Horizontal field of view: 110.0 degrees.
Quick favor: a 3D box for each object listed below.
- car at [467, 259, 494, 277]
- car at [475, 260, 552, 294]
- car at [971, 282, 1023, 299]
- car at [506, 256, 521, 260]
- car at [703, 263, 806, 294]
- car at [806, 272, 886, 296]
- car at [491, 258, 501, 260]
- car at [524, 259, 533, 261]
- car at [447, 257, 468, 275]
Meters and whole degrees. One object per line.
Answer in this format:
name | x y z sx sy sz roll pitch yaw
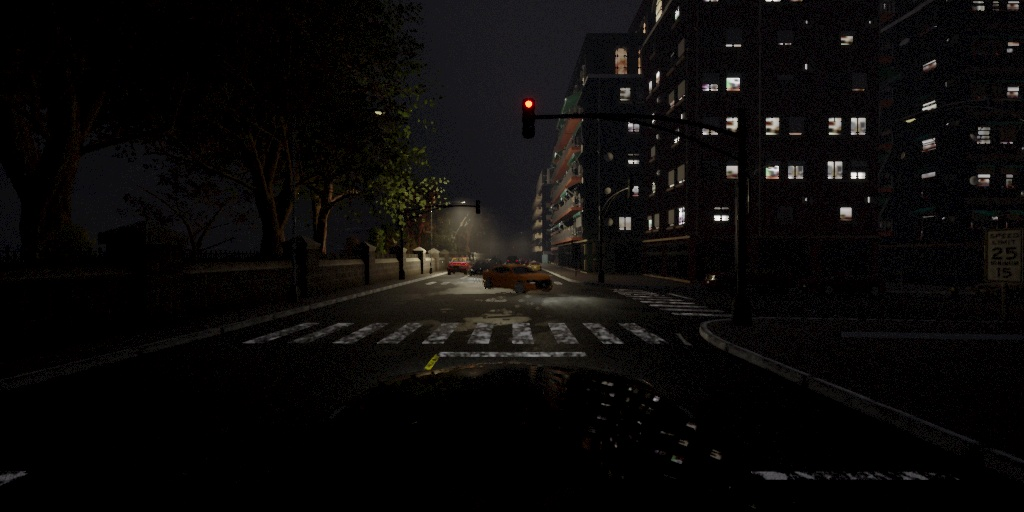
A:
car | -3.054 1.279 35.393 1.812 1.442 4.674 0 0 0
car | 0.175 1.227 20.447 1.882 1.535 5.008 -1 1 -36
car | 31.533 1.857 22.184 4.829 1.417 1.751 0 0 0
car | 0.055 0.993 63.674 2.150 2.045 5.566 0 0 0
car | 14.617 1.338 22.146 5.009 1.841 2.192 0 0 0
car | 20.312 1.671 22.159 4.507 1.381 1.888 0 0 0
car | -3.049 1.326 51.924 1.994 1.385 4.181 0 0 0
car | 2.728 1.283 44.447 1.751 1.417 4.829 0 0 0
car | -5.657 1.070 38.748 2.192 1.841 5.009 0 0 0
